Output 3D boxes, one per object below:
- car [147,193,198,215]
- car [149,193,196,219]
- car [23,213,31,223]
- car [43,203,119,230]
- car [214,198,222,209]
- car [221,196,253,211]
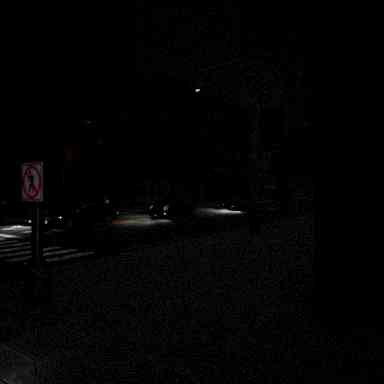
[{"bbox_3d":[-1.803,1.119,33.633,2.150,2.045,5.566,0,0,35],"label":"car"},{"bbox_3d":[-1.610,1.258,28.277,2.097,1.767,4.553,0,0,35],"label":"car"},{"bbox_3d":[-8.939,1.494,23.572,2.033,1.411,5.357,0,0,34],"label":"car"},{"bbox_3d":[-6.859,1.436,20.862,2.128,1.511,4.902,0,0,35],"label":"car"},{"bbox_3d":[4.672,1.346,42.762,1.837,1.490,4.892,0,2,35],"label":"car"},{"bbox_3d":[5.612,1.417,38.476,1.994,1.385,4.181,0,0,35],"label":"car"}]
